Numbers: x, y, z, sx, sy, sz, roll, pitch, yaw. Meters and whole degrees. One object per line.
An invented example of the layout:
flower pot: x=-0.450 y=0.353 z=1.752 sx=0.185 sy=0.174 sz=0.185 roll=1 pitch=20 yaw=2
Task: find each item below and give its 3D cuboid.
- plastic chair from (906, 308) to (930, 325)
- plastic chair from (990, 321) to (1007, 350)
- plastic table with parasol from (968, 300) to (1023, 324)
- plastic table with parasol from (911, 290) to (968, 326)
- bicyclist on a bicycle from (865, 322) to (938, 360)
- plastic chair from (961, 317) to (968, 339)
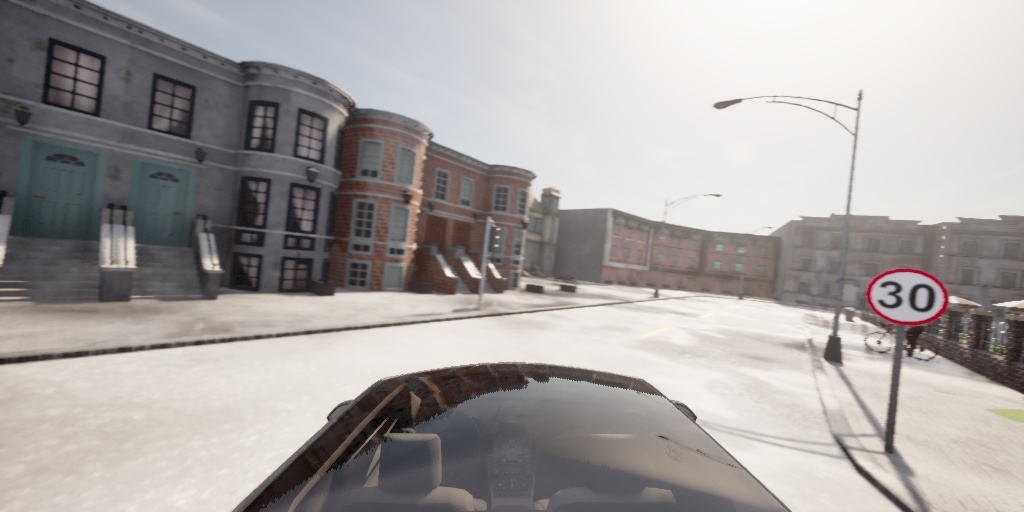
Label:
plastic chair: x=26.493 y=4.244 z=23.401 sx=0.730 sy=1.272 sz=0.750 roll=0 pitch=0 yaw=38
plastic chair: x=22.103 y=3.684 z=16.053 sx=0.730 sy=1.272 sz=0.750 roll=0 pitch=0 yaw=-2
plastic table with parasol: x=23.322 y=3.176 z=16.012 sx=2.482 sy=2.480 sz=2.482 roll=0 pitch=0 yaw=0
plastic table with parasol: x=27.423 y=3.738 z=22.550 sx=2.482 sy=2.480 sz=2.482 roll=0 pitch=0 yaw=38
bicyclist on a bicycle: x=12.693 y=2.475 z=11.696 sx=1.656 sy=1.620 sz=0.582 roll=6 pitch=0 yaw=38
plastic chair: x=26.662 y=4.256 z=21.462 sx=0.750 sy=1.272 sz=0.730 roll=0 pitch=0 yaw=43
